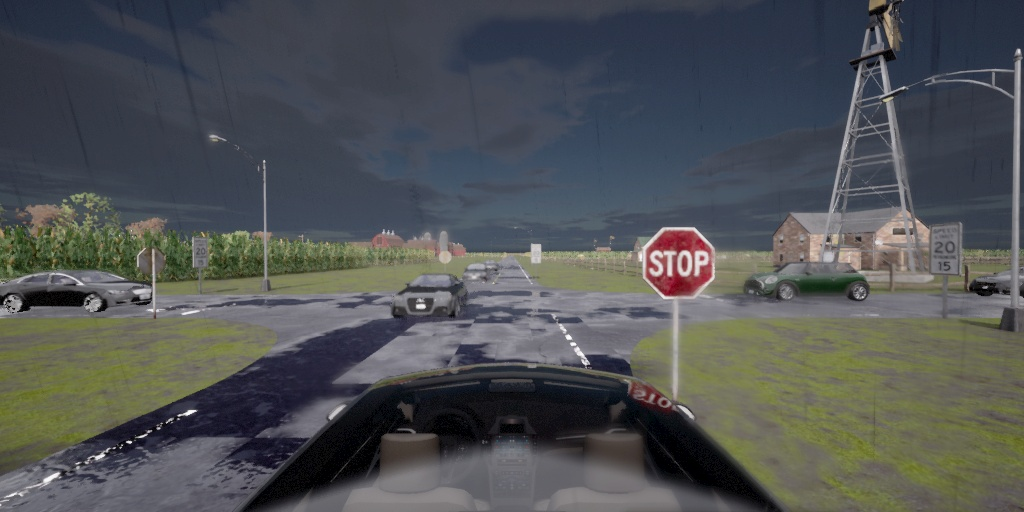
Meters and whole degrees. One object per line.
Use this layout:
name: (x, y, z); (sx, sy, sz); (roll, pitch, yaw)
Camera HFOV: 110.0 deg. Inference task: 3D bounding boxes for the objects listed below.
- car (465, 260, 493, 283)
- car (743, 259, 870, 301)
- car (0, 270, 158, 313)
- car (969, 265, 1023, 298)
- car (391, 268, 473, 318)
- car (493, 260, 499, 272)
car: (-2.710, 1.271, 28.088); (1.812, 1.442, 4.674); (0, 0, 0)
car: (13.085, 1.027, 16.179); (4.553, 1.767, 2.097); (0, 1, 2)
car: (-16.540, 1.310, 13.777); (4.902, 1.511, 2.128); (0, 1, 0)
car: (23.463, 1.144, 15.856); (4.892, 1.490, 1.837); (0, 1, 2)
car: (-2.734, 1.311, 12.716); (1.994, 1.385, 4.181); (0, 0, 0)
car: (-2.688, 1.212, 43.876); (2.128, 1.511, 4.902); (0, 0, 0)
